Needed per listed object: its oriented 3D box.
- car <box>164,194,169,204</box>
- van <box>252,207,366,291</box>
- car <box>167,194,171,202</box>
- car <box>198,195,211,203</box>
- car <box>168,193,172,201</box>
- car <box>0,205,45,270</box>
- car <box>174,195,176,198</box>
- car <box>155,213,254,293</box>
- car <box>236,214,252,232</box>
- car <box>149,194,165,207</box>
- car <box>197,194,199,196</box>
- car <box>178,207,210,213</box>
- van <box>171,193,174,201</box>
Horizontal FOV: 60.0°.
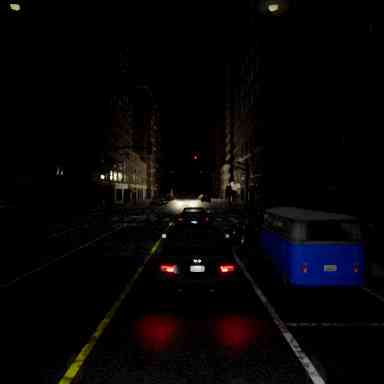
[{"bbox_3d":[-5.651,1.517,57.828,2.008,1.369,4.403,0,0,0],"label":"car"},{"bbox_3d":[2.858,1.339,8.726,1.690,1.788,3.998,0,0,0],"label":"van"},{"bbox_3d":[-5.649,1.509,63.279,1.887,1.381,4.507,0,0,0],"label":"car"},{"bbox_3d":[2.877,1.404,68.763,1.967,1.590,4.097,0,0,0],"label":"car"},{"bbox_3d":[-5.647,1.509,68.730,1.887,1.381,4.507,0,0,0],"label":"car"},{"bbox_3d":[-5.667,1.313,8.688,2.192,1.841,5.009,0,0,0],"label":"car"},{"bbox_3d":[-5.644,1.516,79.631,2.008,1.369,4.403,0,0,0],"label":"car"},{"bbox_3d":[0.104,1.546,8.997,2.033,1.411,5.357,0,0,0],"label":"car"},{"bbox_3d":[2.860,1.562,14.386,1.947,1.339,4.313,0,0,0],"label":"car"},{"bbox_3d":[-5.653,1.493,52.207,1.752,1.417,4.829,0,0,0],"label":"car"},{"bbox_3d":[2.881,1.516,79.660,2.008,1.369,4.403,0,0,0],"label":"car"},{"bbox_3d":[0.107,1.557,19.317,1.994,1.385,4.181,0,0,0],"label":"car"},{"bbox_3d":[-5.646,1.305,74.180,1.690,1.788,3.998,0,0,0],"label":"van"}]
